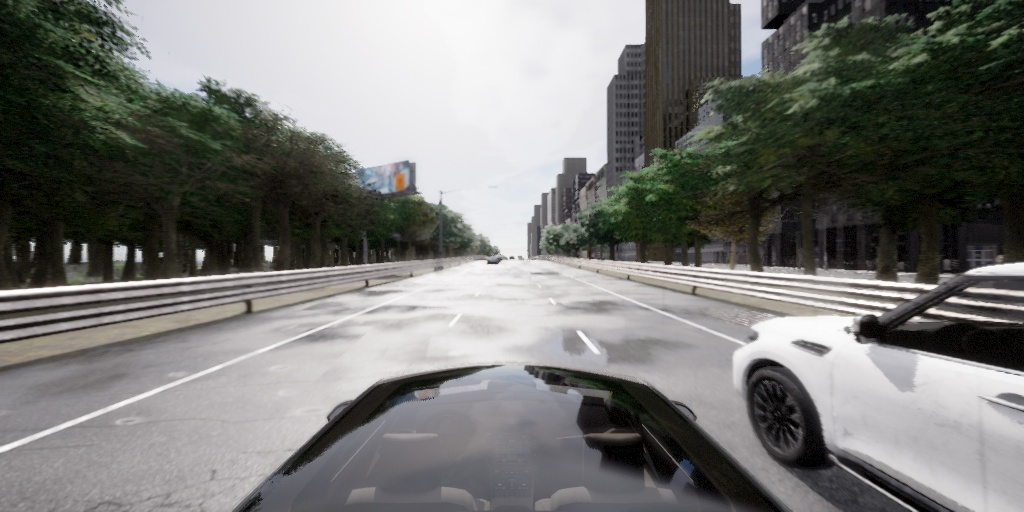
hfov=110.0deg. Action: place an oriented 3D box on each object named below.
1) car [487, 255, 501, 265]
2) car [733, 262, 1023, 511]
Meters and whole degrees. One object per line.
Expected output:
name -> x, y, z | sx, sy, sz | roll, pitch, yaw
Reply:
car -> -3.503, 0.831, 64.759 | 1.994, 1.385, 4.181 | 0, 1, 0
car -> 3.600, 0.969, 1.717 | 2.150, 2.045, 5.566 | 0, 0, 0
